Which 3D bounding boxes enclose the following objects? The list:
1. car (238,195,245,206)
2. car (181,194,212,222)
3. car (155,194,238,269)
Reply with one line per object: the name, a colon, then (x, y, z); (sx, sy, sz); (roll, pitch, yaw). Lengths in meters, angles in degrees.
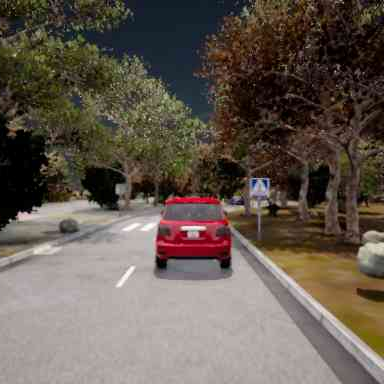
car: (7.353, 1.347, 53.068); (2.097, 1.767, 4.553); (-1, 0, 39)
car: (0.498, 1.197, 27.842); (2.150, 2.045, 5.566); (0, 0, 6)
car: (0.057, 1.203, 11.279); (2.150, 2.045, 5.566); (0, 0, 0)
